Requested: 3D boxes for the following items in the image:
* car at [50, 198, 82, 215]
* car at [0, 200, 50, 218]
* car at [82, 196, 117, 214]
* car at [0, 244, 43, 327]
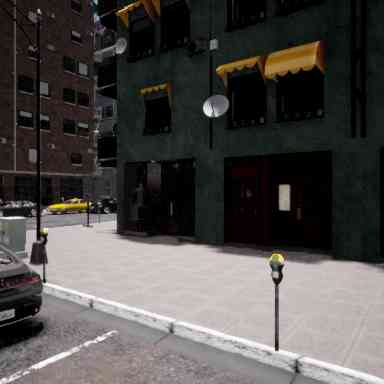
[{"bbox_3d":[-10.887,1.250,30.533,1.752,1.417,4.829,1,1,35],"label":"car"},{"bbox_3d":[-13.987,1.350,26.115,2.008,1.369,4.403,1,1,35],"label":"car"},{"bbox_3d":[-7.403,1.195,31.008,1.837,1.490,4.892,0,1,35],"label":"car"},{"bbox_3d":[-4.472,1.551,6.082,4.403,1.369,2.008,0,0,36],"label":"car"}]
